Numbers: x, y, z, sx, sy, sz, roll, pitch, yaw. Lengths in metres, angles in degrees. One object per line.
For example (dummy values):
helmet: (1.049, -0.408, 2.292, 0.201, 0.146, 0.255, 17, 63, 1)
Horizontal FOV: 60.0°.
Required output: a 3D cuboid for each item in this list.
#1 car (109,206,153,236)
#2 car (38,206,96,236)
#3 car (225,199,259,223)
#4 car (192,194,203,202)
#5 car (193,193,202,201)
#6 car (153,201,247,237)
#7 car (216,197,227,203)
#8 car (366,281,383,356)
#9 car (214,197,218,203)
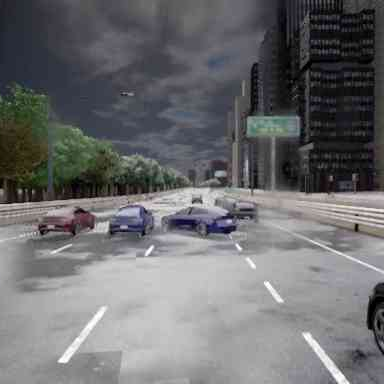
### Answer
car: (-3.202, 1.504, 18.106, 1.812, 1.442, 4.674, 0, 0, 1)
car: (-6.701, 1.504, 18.184, 1.812, 1.442, 4.674, 0, 0, 1)
car: (3.787, 1.468, 24.882, 1.837, 1.490, 4.892, 0, 0, 1)
car: (0.936, 1.337, 59.292, 1.812, 1.442, 4.674, 0, 0, 2)
car: (1.304, 1.136, 76.559, 1.882, 1.535, 5.008, 0, 1, 1)
car: (0.288, 1.483, 18.046, 2.163, 1.488, 4.792, 0, 0, -41)
car: (3.956, 1.533, 35.883, 1.895, 1.301, 4.718, 0, 0, 1)
car: (3.526, 1.429, 2.940, 2.033, 1.649, 4.856, 0, 0, 1)
car: (4.149, 1.434, 46.822, 2.033, 1.411, 5.357, 0, 0, 1)
